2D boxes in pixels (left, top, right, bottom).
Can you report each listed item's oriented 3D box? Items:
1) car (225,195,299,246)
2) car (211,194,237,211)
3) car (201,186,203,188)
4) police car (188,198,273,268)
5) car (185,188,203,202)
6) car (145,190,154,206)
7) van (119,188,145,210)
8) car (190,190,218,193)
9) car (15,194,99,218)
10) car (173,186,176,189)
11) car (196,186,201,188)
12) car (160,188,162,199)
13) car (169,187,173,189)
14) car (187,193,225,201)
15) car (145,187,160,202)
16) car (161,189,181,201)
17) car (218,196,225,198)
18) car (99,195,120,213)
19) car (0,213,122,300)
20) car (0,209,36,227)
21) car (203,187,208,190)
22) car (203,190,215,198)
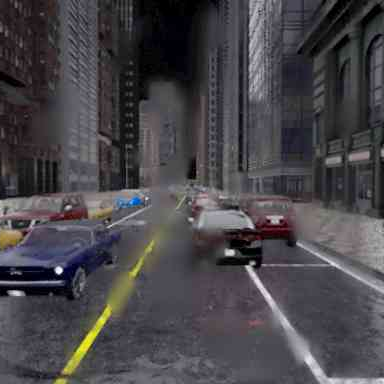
[{"bbox_3d":[2.792,1.023,13.549,2.192,1.841,5.009,0,1,0],"label":"car"},{"bbox_3d":[2.834,0.903,30.471,2.008,1.369,4.403,0,1,0],"label":"car"},{"bbox_3d":[2.942,-0.034,75.586,1.887,1.381,4.507,0,1,0],"label":"car"},{"bbox_3d":[0.913,1.196,10.575,1.930,1.638,5.238,0,1,0],"label":"police car"},{"bbox_3d":[0.126,0.511,46.460,2.128,1.511,4.902,0,1,0],"label":"car"},{"bbox_3d":[-5.678,0.781,36.124,2.008,1.369,4.403,0,1,0],"label":"car"},{"bbox_3d":[-5.692,0.689,30.481,1.690,1.788,3.998,0,1,0],"label":"van"},{"bbox_3d":[0.965,0.886,26.651,1.801,1.575,5.366,0,1,0],"label":"car"},{"bbox_3d":[-5.733,1.019,13.562,2.192,1.841,5.009,0,1,0],"label":"car"},{"bbox_3d":[-5.569,-0.148,81.241,2.008,1.369,4.403,0,1,0],"label":"car"},{"bbox_3d":[0.148,0.217,60.722,2.128,1.511,4.902,0,1,0],"label":"car"},{"bbox_3d":[-5.638,0.197,53.038,2.192,1.841,5.009,0,1,0],"label":"car"},{"bbox_3d":[-5.596,0.099,69.962,1.947,1.339,4.313,0,1,0],"label":"car"},{"bbox_3d":[0.828,1.040,20.436,1.882,1.535,5.008,0,1,-2],"label":"car"},{"bbox_3d":[-5.665,0.429,41.759,2.192,1.841,5.009,0,1,0],"label":"car"},{"bbox_3d":[-2.966,0.571,48.794,1.895,1.301,4.718,0,1,0],"label":"car"},{"bbox_3d":[2.807,1.140,19.193,2.008,1.369,4.403,0,1,0],"label":"car"},{"bbox_3d":[-5.719,1.114,19.036,1.752,1.417,4.829,0,1,0],"label":"car"},{"bbox_3d":[-3.080,1.424,8.039,1.895,1.301,4.718,0,1,0],"label":"car"},{"bbox_3d":[-5.746,1.353,7.757,1.752,1.417,4.829,0,1,0],"label":"car"},{"bbox_3d":[2.874,0.442,47.386,1.967,1.590,4.097,0,1,0],"label":"car"},{"bbox_3d":[2.901,0.335,58.668,1.947,1.339,4.313,0,1,0],"label":"car"}]
